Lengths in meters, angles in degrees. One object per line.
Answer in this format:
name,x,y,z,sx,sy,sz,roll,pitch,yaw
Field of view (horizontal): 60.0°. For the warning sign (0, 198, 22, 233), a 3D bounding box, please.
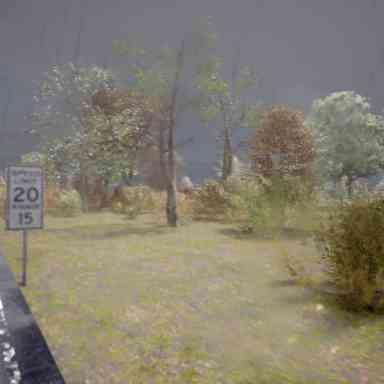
warning sign,-10.071,1.236,18.096,1.300,1.860,1.060,1,-1,-33
